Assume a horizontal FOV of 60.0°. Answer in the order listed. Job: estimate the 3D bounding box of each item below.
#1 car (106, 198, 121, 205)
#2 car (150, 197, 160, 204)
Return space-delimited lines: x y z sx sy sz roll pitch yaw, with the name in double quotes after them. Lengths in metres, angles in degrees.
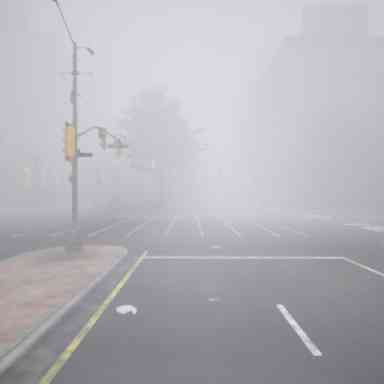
-14.746 1.819 62.731 1.895 1.301 4.718 0 0 0 "car"
-7.996 1.785 73.077 1.812 1.442 4.674 0 0 0 "car"
